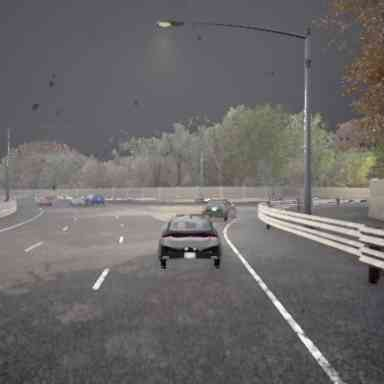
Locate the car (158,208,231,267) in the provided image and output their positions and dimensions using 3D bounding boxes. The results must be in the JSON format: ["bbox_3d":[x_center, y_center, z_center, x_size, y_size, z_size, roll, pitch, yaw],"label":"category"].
[{"bbox_3d":[-0.036,1.503,11.399,2.128,1.511,4.902,0,0,0],"label":"car"}]

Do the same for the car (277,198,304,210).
[{"bbox_3d":[13.234,1.506,44.166,5.008,1.535,1.882,0,0,-43],"label":"car"}]

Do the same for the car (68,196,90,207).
[{"bbox_3d":[-17.887,1.628,51.499,2.033,1.411,5.357,0,0,-30],"label":"car"}]

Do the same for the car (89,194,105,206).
[{"bbox_3d":[-16.244,1.305,55.545,2.150,2.045,5.566,0,0,-31],"label":"car"}]

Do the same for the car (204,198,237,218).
[{"bbox_3d":[2.401,1.378,27.701,2.097,1.767,4.553,0,0,19],"label":"car"}]

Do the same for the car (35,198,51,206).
[{"bbox_3d":[-25.591,1.662,57.085,1.994,1.385,4.181,0,0,-34],"label":"car"}]
